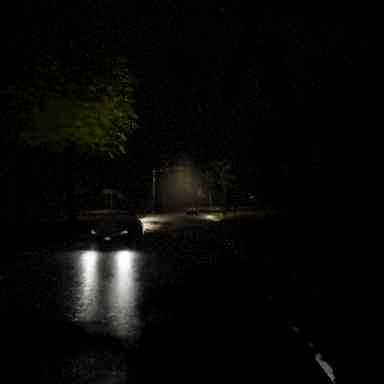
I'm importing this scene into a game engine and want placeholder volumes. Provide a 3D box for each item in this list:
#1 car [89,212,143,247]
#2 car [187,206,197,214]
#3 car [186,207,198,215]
[{"bbox_3d":[-3.539,1.744,16.348,1.812,1.442,4.674,0,-1,1],"label":"car"},{"bbox_3d":[0.012,3.787,69.662,1.882,1.535,5.008,0,-3,0],"label":"car"},{"bbox_3d":[0.010,3.473,59.631,1.994,1.385,4.181,0,-3,0],"label":"car"}]
